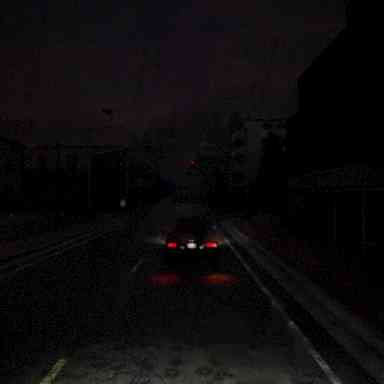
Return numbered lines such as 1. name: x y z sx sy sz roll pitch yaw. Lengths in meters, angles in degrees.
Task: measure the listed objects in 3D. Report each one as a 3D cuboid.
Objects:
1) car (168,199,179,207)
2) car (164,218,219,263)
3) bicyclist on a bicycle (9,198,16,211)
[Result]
1. car: -3.592 2.212 66.153 1.837 1.490 4.892 0 0 0
2. car: -0.009 1.683 12.495 2.033 1.411 5.357 0 -1 0
3. bicyclist on a bicycle: -22.383 1.570 41.524 0.582 1.620 1.656 0 0 0
